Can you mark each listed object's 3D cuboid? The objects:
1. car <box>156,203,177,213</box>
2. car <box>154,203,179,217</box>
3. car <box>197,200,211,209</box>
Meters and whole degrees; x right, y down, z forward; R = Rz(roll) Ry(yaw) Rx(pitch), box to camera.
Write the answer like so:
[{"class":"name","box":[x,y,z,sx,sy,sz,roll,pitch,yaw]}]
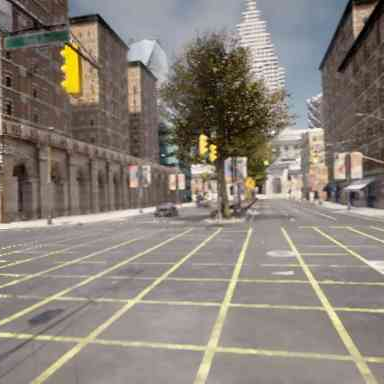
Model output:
[{"class":"car","box":[-3.720,2.369,49.850,1.895,1.301,4.718,-2,-1,12]},{"class":"car","box":[-2.896,2.162,38.189,1.994,1.385,4.181,-2,-1,12]},{"class":"car","box":[2.296,2.257,62.452,2.033,1.411,5.357,-2,-1,12]}]
